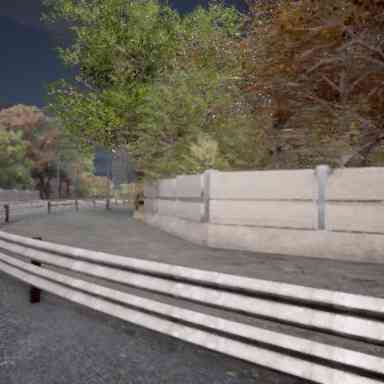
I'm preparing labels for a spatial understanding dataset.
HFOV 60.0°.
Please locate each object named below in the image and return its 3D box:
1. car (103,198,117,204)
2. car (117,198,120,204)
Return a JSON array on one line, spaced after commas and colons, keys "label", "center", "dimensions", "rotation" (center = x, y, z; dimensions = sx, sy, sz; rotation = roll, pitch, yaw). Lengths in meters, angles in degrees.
[{"label": "car", "center": [-19.584, 2.107, 77.047], "dimensions": [2.033, 1.411, 5.357], "rotation": [0, -1, -2]}, {"label": "car", "center": [-19.982, 2.371, 87.317], "dimensions": [2.128, 1.511, 4.902], "rotation": [0, -1, -2]}]
